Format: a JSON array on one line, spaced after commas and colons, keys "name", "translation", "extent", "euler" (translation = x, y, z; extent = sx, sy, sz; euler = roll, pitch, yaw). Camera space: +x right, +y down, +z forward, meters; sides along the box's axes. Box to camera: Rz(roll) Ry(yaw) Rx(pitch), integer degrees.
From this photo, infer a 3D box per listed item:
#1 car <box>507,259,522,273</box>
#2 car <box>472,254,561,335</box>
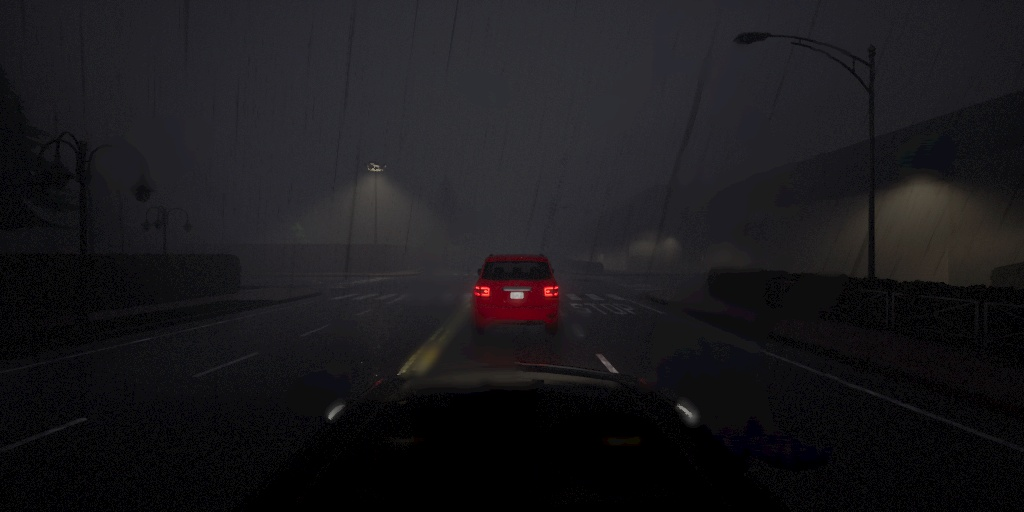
[{"name": "car", "translation": [0.333, 1.227, 45.522], "extent": [1.882, 1.535, 5.008], "euler": [0, 0, 1]}, {"name": "car", "translation": [0.116, 0.971, 10.664], "extent": [2.150, 2.045, 5.566], "euler": [0, 0, 0]}]
